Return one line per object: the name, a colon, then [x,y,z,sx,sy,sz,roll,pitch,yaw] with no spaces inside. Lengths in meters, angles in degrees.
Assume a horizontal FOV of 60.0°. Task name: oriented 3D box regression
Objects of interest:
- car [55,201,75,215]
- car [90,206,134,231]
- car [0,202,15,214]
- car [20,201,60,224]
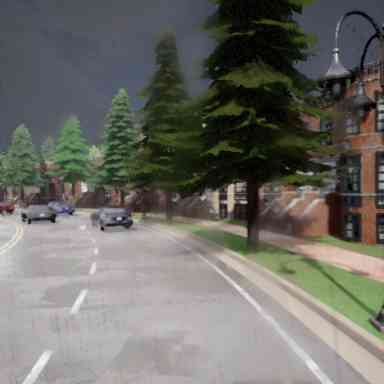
car: [-13.469,1.617,33.224,2.033,1.411,5.357,0,0,-42]
car: [-5.191,1.568,21.097,2.033,1.411,5.357,0,0,-26]
car: [-20.665,1.721,35.283,4.718,1.301,1.895,0,0,41]
car: [-11.854,1.628,25.568,1.994,1.385,4.181,0,0,-34]
